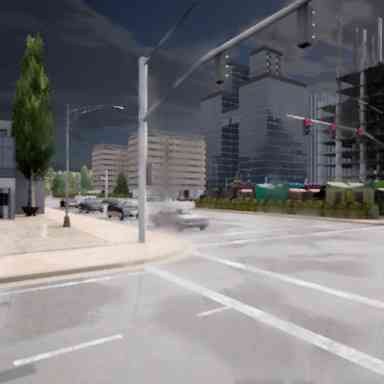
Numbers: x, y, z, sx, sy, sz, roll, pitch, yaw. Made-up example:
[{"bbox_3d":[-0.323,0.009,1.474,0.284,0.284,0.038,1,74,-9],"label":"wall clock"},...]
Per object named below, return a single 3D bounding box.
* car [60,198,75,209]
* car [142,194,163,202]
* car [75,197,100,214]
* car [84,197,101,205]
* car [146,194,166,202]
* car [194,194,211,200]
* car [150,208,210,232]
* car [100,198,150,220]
[{"bbox_3d":[-17.227,1.567,46.595,2.128,1.511,4.902,0,0,-32],"label":"car"},{"bbox_3d":[-9.660,1.382,80.833,4.605,1.855,1.932,0,0,-34],"label":"car"},{"bbox_3d":[-11.362,1.577,37.358,1.837,1.490,4.892,0,0,-33],"label":"car"},{"bbox_3d":[-18.586,1.686,61.991,1.994,1.385,4.181,0,0,-33],"label":"car"},{"bbox_3d":[-8.084,1.384,78.405,3.866,1.878,1.905,0,0,-34],"label":"car"},{"bbox_3d":[2.943,1.381,62.172,3.866,1.878,1.905,0,0,-34],"label":"car"},{"bbox_3d":[-0.858,1.667,20.922,1.895,1.301,4.718,0,0,-33],"label":"car"},{"bbox_3d":[-5.904,1.561,28.813,2.128,1.511,4.902,0,0,-33],"label":"car"}]
